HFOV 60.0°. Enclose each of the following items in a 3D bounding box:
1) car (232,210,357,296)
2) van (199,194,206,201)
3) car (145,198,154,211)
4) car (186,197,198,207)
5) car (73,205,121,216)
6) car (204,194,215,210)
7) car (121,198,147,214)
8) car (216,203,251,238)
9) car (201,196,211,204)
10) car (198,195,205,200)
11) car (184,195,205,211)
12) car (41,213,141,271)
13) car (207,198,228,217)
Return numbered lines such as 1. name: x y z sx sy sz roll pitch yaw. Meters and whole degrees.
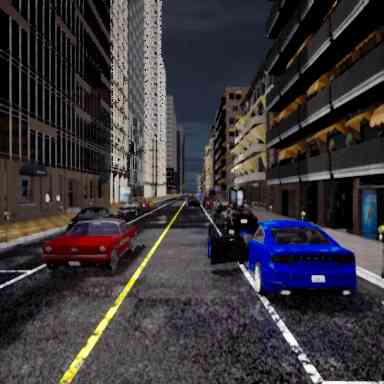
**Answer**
1. car: 2.361 1.470 8.689 1.882 1.535 5.008 0 0 0
2. van: 2.700 1.317 87.057 1.690 1.788 3.998 0 0 0
3. car: -5.686 1.417 36.222 1.967 1.590 4.097 0 0 0
4. car: 0.007 1.478 50.868 1.837 1.490 4.892 0 0 0
5. car: -5.688 1.551 19.276 1.947 1.339 4.313 0 0 0
6. car: 2.695 1.416 41.869 1.967 1.590 4.097 0 0 0
7. car: -5.686 1.530 30.572 2.008 1.369 4.403 0 0 0
8. car: 2.693 1.551 19.275 1.947 1.339 4.313 0 0 0
9. car: 2.698 1.553 64.464 1.802 1.307 4.206 0 0 0
10. car: 2.701 1.544 92.706 1.947 1.339 4.313 0 0 0
11. car: 0.095 1.467 40.674 2.128 1.511 4.902 0 0 0
12. car: -3.098 1.591 10.996 1.895 1.301 4.718 0 0 0
13. car: 2.694 1.530 30.572 2.008 1.369 4.403 0 0 0
